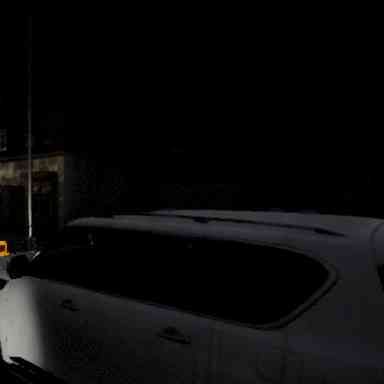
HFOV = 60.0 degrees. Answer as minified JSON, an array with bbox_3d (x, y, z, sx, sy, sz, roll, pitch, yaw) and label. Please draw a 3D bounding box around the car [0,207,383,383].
[{"bbox_3d":[-0.384,1.190,3.650,5.566,2.045,2.150,1,1,35],"label":"car"}]
